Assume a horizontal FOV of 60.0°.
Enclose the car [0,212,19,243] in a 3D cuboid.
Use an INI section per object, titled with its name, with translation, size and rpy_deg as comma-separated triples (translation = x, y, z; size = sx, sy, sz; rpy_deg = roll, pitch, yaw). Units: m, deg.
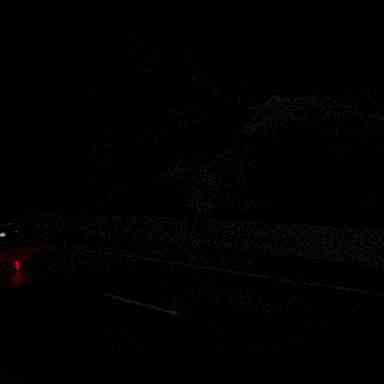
[car]
translation = -9.942, 1.617, 15.463
size = 4.902, 1.511, 2.128
rpy_deg = -1, 0, 36
